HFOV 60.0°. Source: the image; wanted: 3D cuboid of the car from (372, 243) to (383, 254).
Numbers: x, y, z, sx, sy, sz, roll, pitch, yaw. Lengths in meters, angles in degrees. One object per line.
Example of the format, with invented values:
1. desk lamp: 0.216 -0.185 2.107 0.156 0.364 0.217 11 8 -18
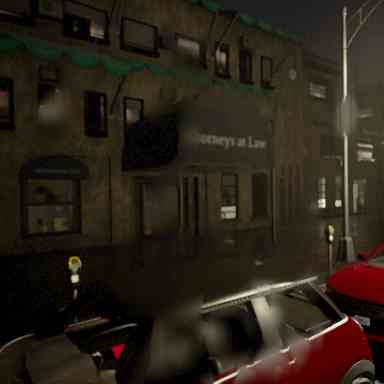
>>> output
1. car: 4.140 1.479 5.846 4.507 1.381 1.887 -1 0 -36

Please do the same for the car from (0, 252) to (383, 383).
1. car: -0.374 1.429 2.617 4.097 1.590 1.967 -1 0 -36
